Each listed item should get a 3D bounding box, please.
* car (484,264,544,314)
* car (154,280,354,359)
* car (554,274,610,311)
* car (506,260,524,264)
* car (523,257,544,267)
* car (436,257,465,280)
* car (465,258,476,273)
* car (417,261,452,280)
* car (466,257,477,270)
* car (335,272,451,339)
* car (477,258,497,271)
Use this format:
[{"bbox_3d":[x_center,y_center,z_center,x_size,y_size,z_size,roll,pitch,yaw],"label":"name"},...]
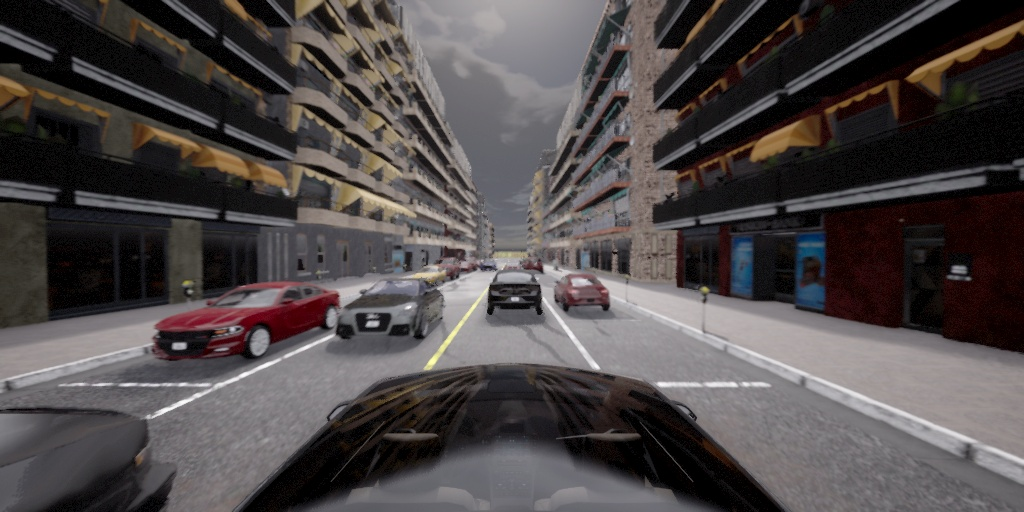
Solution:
[{"bbox_3d":[0.095,1.233,13.951,1.882,1.535,5.008,0,0,0],"label":"car"},{"bbox_3d":[-5.695,1.301,8.392,1.888,1.381,4.507,0,0,0],"label":"car"},{"bbox_3d":[2.650,1.336,14.121,1.802,1.307,4.207,0,0,0],"label":"car"},{"bbox_3d":[0.079,1.364,39.634,1.895,1.301,4.718,0,0,0],"label":"car"},{"bbox_3d":[2.634,1.076,42.443,2.192,1.841,5.009,0,0,0],"label":"car"},{"bbox_3d":[-5.708,1.078,31.049,2.192,1.841,5.009,0,0,0],"label":"car"},{"bbox_3d":[-5.714,1.311,42.380,1.888,1.381,4.507,0,0,0],"label":"car"},{"bbox_3d":[-5.705,1.287,25.214,1.751,1.417,4.829,0,0,0],"label":"car"},{"bbox_3d":[-5.717,1.080,48.043,2.192,1.841,5.009,0,0,0],"label":"car"},{"bbox_3d":[-3.103,1.319,9.944,1.994,1.385,4.181,0,0,-1],"label":"car"},{"bbox_3d":[-3.101,1.117,47.909,2.097,1.767,4.553,0,0,0],"label":"car"}]
